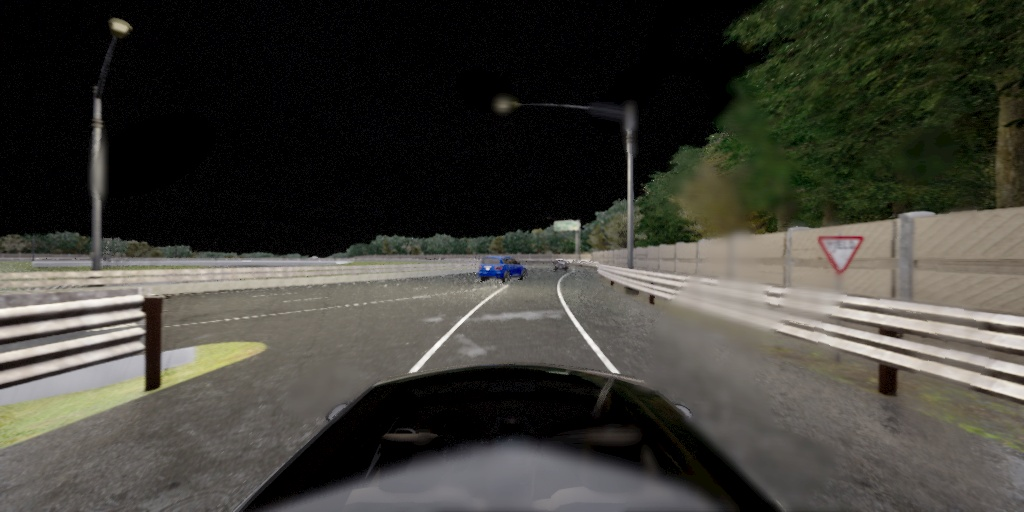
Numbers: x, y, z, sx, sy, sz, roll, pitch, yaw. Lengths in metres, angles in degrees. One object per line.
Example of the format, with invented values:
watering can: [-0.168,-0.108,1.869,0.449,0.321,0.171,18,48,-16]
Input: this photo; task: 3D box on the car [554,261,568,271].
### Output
car: [7.631,1.470,55.306,1.812,1.442,4.674,0,0,11]

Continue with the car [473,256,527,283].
car: [-0.691,1.056,29.085,2.150,2.045,5.566,0,0,25]
